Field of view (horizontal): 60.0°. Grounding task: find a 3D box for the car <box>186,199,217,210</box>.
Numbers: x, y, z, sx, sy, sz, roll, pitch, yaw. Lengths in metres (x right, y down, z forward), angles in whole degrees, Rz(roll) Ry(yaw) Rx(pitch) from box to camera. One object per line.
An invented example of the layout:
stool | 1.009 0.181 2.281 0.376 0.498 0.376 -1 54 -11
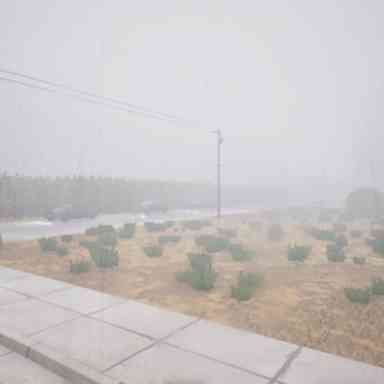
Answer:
car | 1.348 1.576 43.852 2.033 1.411 5.357 0 0 33

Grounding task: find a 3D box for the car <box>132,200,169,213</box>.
car | -4.286 1.555 35.075 1.812 1.442 4.674 0 0 33

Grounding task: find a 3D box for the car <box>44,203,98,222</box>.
car | -9.652 1.593 26.754 1.994 1.385 4.181 0 0 33
